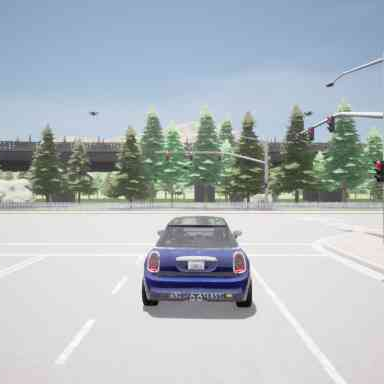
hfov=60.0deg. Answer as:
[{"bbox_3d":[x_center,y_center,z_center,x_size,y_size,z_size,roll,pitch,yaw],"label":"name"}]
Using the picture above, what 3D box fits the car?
[{"bbox_3d":[0.173,1.352,8.152,2.097,1.767,4.553,0,0,3],"label":"car"}]
